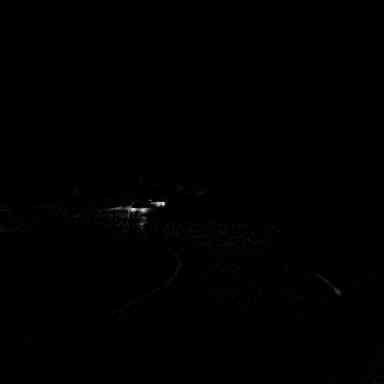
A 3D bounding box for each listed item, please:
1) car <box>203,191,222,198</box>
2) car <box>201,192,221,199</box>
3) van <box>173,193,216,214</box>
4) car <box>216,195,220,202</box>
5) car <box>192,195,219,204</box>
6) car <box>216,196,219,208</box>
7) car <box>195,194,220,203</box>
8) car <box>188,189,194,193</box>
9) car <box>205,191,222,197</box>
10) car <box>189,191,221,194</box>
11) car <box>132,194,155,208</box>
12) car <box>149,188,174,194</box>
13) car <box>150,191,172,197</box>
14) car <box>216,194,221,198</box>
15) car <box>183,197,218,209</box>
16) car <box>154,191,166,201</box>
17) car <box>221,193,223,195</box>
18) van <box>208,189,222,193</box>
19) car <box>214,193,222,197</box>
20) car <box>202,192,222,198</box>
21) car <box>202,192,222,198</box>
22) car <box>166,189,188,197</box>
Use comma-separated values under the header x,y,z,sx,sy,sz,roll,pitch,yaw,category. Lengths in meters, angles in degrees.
x,y,z,sx,sy,sz,roll,pitch,yaw,category
5.567,0.643,89.205,5.008,1.535,2.097,1,1,6,car
4.726,0.848,80.923,4.792,1.488,2.163,1,1,6,car
0.265,1.479,39.535,4.442,1.987,1.878,1,1,6,van
0.769,1.580,45.067,5.366,1.575,1.946,1,1,6,car
2.391,1.327,58.847,4.674,1.452,2.002,1,1,6,car
0.695,1.676,42.284,4.792,1.488,2.163,1,1,6,car
2.966,1.209,64.368,4.674,1.452,2.002,1,1,6,car
-0.170,0.740,83.271,2.128,1.511,4.902,1,1,6,car
6.131,0.527,94.725,4.892,1.521,2.231,1,1,6,car
2.139,1.221,56.079,4.553,1.767,2.185,1,1,6,car
-7.210,1.424,47.988,1.837,1.490,4.892,1,1,6,car
-8.137,0.307,84.170,5.566,2.045,2.435,1,1,6,car
-8.006,0.493,86.980,5.366,1.575,1.946,1,1,6,car
1.524,1.467,50.566,4.892,1.521,2.231,1,1,6,car
1.271,1.555,47.805,4.792,1.488,2.163,1,1,6,car
-5.408,1.055,64.620,2.128,1.511,4.902,1,1,6,car
2.677,1.227,61.606,5.008,1.535,2.097,1,1,6,car
3.377,0.886,67.109,4.442,1.987,1.878,1,1,6,van
1.824,1.406,53.325,5.008,1.535,2.097,1,1,6,car
4.992,0.761,83.685,4.892,1.521,2.231,1,1,6,car
5.279,0.702,86.445,5.008,1.535,2.097,1,1,6,car
-2.622,0.957,58.781,2.150,2.045,5.566,1,1,6,car
